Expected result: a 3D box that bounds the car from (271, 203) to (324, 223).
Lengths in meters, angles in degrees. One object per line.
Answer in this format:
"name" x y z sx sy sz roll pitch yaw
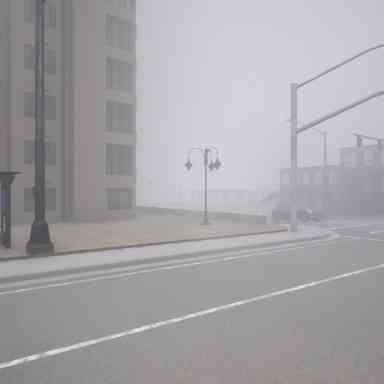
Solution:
"car" 9.141 1.742 29.119 2.097 1.767 4.553 1 -5 -36
